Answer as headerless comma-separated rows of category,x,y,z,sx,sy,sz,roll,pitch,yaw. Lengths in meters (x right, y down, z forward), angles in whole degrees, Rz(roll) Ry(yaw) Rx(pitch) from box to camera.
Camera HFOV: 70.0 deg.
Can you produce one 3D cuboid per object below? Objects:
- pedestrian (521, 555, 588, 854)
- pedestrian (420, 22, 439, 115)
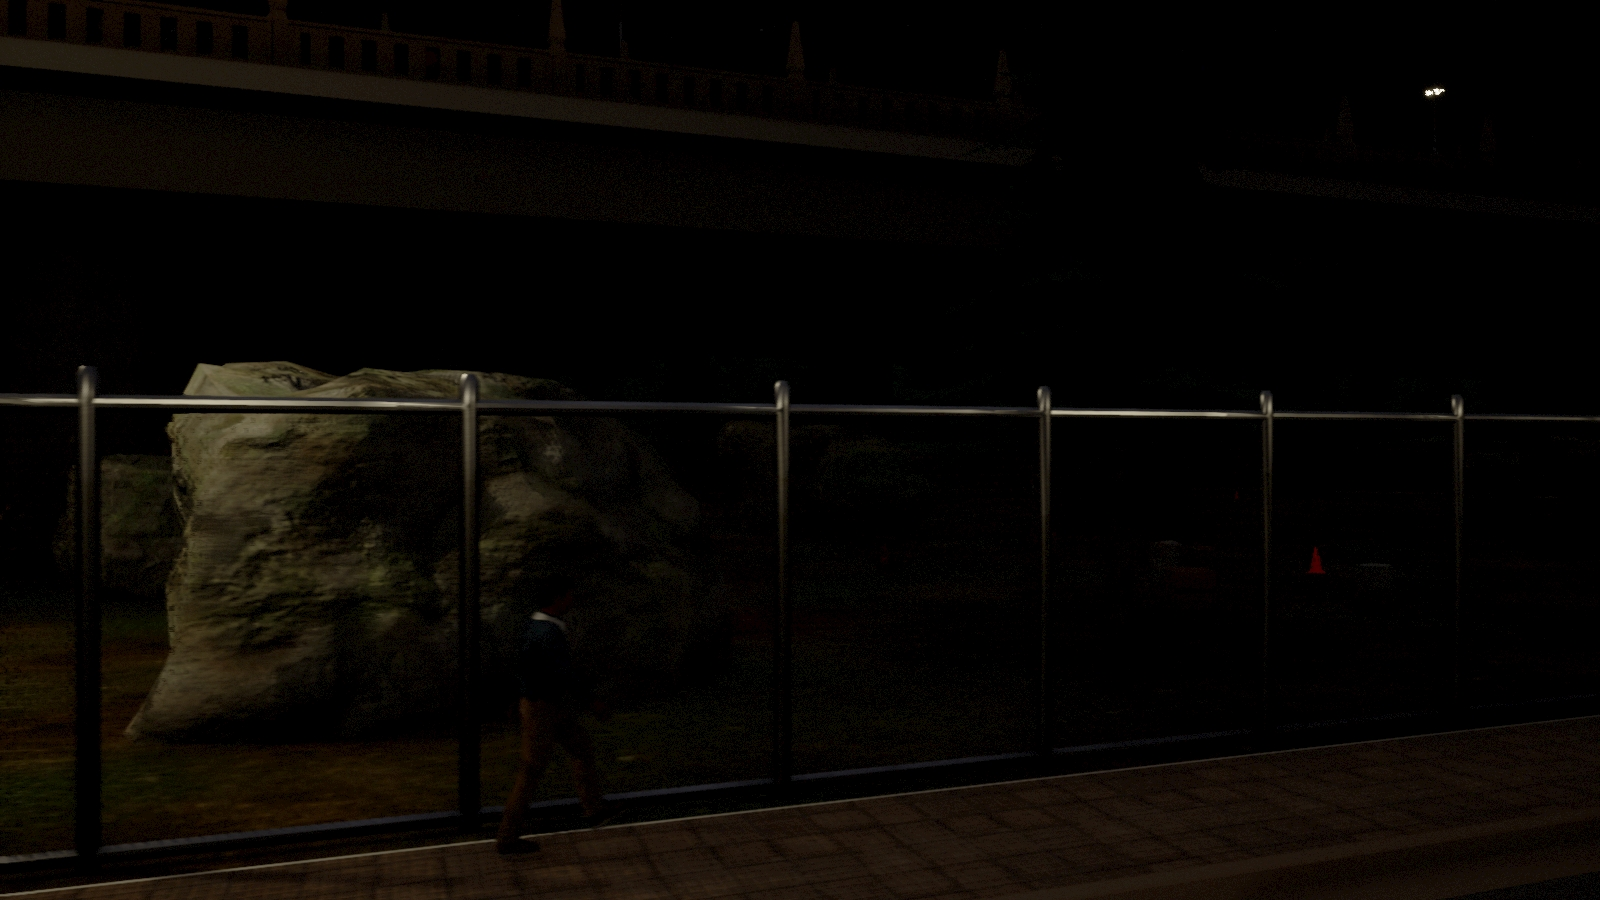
pedestrian,-1.617,1.642,7.510,0.375,1.860,0.375,0,0,-21
pedestrian,-8.081,-8.304,24.917,0.375,1.860,0.375,0,0,-20
